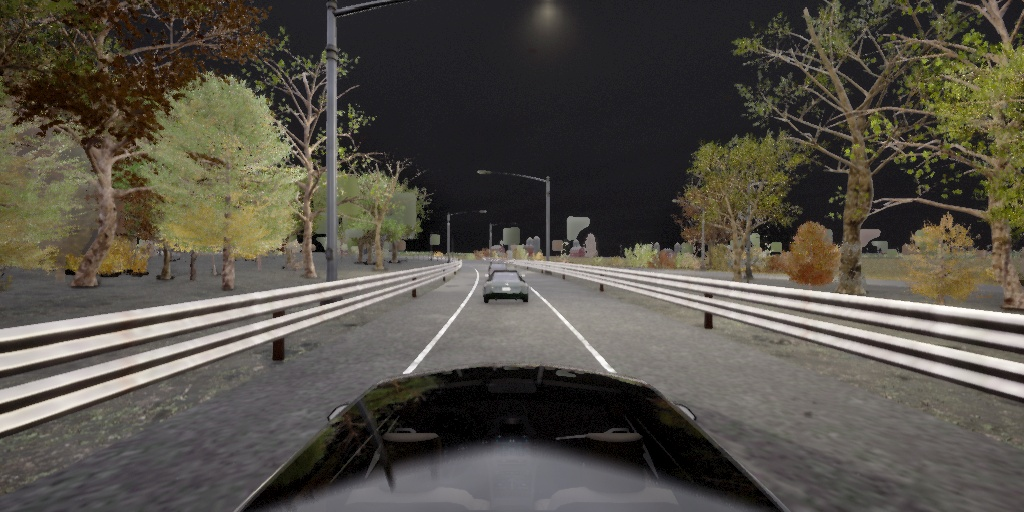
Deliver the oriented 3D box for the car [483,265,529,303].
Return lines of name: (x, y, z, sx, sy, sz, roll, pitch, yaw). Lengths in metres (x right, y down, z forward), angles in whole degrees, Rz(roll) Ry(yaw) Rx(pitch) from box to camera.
car: (-0.314, 1.317, 16.604, 1.994, 1.385, 4.181, 0, 0, -2)

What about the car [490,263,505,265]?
car: (-1.252, 1.297, 31.647, 2.033, 1.411, 5.357, 0, 0, -5)
